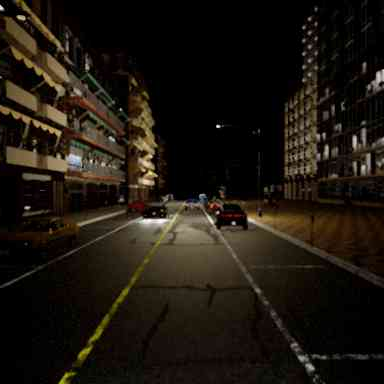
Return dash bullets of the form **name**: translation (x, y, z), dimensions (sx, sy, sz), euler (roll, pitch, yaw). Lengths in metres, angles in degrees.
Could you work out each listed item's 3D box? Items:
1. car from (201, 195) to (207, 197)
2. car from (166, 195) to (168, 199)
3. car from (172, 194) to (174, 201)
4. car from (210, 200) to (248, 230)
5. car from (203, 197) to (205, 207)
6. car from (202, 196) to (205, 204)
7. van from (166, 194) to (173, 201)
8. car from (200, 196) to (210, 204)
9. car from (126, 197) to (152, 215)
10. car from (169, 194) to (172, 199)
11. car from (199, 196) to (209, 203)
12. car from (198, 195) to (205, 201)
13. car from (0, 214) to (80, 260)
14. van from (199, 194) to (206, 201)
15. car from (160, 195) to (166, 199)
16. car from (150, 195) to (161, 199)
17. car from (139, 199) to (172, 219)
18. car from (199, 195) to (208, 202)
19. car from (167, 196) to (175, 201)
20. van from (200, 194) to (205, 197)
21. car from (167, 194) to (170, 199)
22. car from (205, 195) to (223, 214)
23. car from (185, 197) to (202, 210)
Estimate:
- **car**: translation (2.681, 1.614, 51.329), dimensions (1.802, 1.307, 4.206), euler (0, 0, 0)
- **car**: translation (-5.698, 1.589, 56.856), dimensions (2.008, 1.369, 4.403), euler (0, 0, 0)
- **car**: translation (-5.700, 1.630, 73.435), dimensions (1.947, 1.339, 4.313), euler (0, 0, 0)
- **car**: translation (2.353, 1.510, 21.166), dimensions (1.837, 1.490, 4.892), euler (0, 0, 0)
- **car**: translation (2.682, 1.546, 40.446), dimensions (1.752, 1.417, 4.829), euler (0, 0, 0)
- **car**: translation (2.682, 1.608, 45.803), dimensions (1.802, 1.307, 4.206), euler (0, 0, 0)
- **van**: translation (-5.702, 1.426, 84.489), dimensions (1.690, 1.788, 3.998), euler (0, 0, 0)
- **car**: translation (2.681, 1.581, 68.078), dimensions (1.752, 1.417, 4.829), euler (0, 0, 0)
- **car**: translation (-5.698, 1.559, 34.749), dimensions (1.887, 1.381, 4.507), euler (0, 0, 0)
- **car**: translation (-5.700, 1.495, 67.908), dimensions (1.967, 1.590, 4.097), euler (0, 0, 0)
- **car**: translation (2.680, 1.630, 73.436), dimensions (1.947, 1.339, 4.313), euler (0, 0, 0)
- **car**: translation (2.679, 1.623, 90.185), dimensions (1.752, 1.417, 4.829), euler (0, 0, 0)
- **car**: translation (-5.696, 1.526, 12.473), dimensions (1.752, 1.417, 4.829), euler (0, 0, 0)
- **van**: translation (2.678, 1.427, 84.490), dimensions (1.690, 1.788, 3.998), euler (0, 0, 0)
- **car**: translation (-5.700, 1.347, 51.329), dimensions (2.192, 1.841, 5.009), euler (0, 0, 0)
- **car**: translation (-5.699, 1.551, 45.633), dimensions (1.752, 1.417, 4.829), euler (0, 0, 0)
- **car**: translation (-3.099, 1.574, 29.180), dimensions (1.994, 1.385, 4.181), euler (0, 0, 0)
- **car**: translation (2.679, 1.515, 78.962), dimensions (1.967, 1.590, 4.097), euler (0, 0, 0)
- **car**: translation (-5.701, 1.679, 90.015), dimensions (1.802, 1.307, 4.206), euler (0, 0, 0)
- **van**: translation (2.680, 1.388, 62.383), dimensions (1.690, 1.788, 3.998), euler (0, 0, 0)
- **car**: translation (-5.699, 1.597, 62.383), dimensions (2.008, 1.369, 4.403), euler (0, 0, 0)
- **car**: translation (2.682, 1.455, 34.749), dimensions (1.967, 1.590, 4.097), euler (0, 0, 0)
- **car**: translation (0.027, 1.624, 42.868), dimensions (1.895, 1.301, 4.718), euler (0, 0, 0)
